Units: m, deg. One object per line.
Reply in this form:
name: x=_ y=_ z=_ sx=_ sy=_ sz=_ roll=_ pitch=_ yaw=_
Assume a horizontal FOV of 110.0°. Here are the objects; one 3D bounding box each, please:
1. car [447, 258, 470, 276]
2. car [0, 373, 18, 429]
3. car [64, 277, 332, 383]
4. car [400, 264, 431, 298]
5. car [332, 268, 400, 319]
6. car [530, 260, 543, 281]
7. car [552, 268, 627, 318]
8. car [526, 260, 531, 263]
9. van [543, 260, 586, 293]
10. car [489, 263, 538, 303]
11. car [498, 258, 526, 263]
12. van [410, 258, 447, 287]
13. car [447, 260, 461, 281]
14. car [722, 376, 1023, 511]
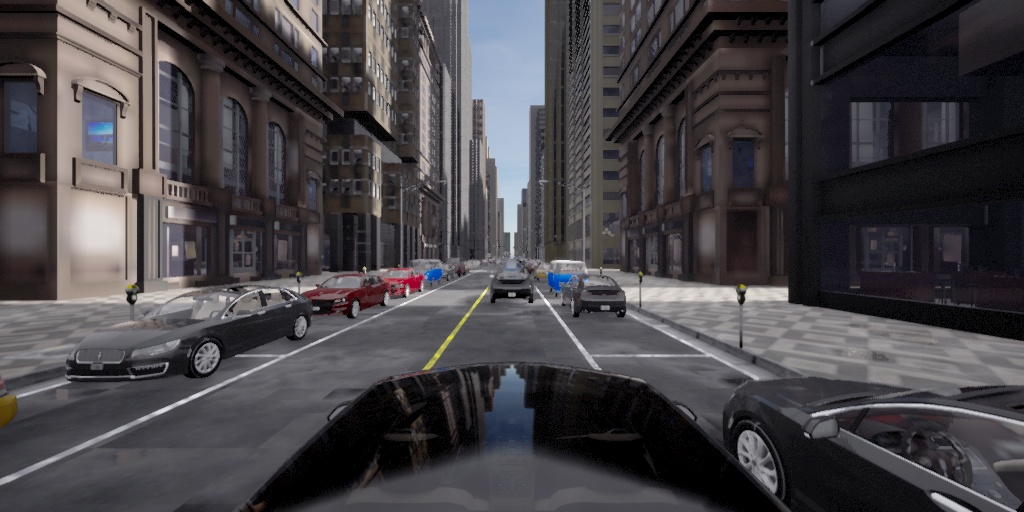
car: x=-5.762 y=1.070 z=35.248 sx=2.192 sy=1.841 sz=5.009 roll=0 pitch=0 yaw=0
car: x=-5.763 y=1.273 z=1.367 sx=1.751 sy=1.417 sz=4.829 roll=0 pitch=0 yaw=0
car: x=-5.763 y=1.298 z=7.162 sx=2.007 sy=1.370 sz=4.403 roll=0 pitch=0 yaw=0
car: x=-5.763 y=1.295 z=18.392 sx=1.888 sy=1.381 sz=4.507 roll=0 pitch=0 yaw=0
car: x=-5.763 y=1.294 z=12.774 sx=1.888 sy=1.381 sz=4.507 roll=0 pitch=0 yaw=0
car: x=2.763 y=1.279 z=29.811 sx=1.751 sy=1.417 sz=4.829 roll=0 pitch=0 yaw=0
car: x=2.763 y=1.300 z=12.785 sx=2.007 sy=1.370 sz=4.403 roll=0 pitch=0 yaw=0
car: x=2.763 y=1.339 z=40.879 sx=1.802 sy=1.307 sz=4.207 roll=0 pitch=0 yaw=0
van: x=2.763 y=1.091 z=18.403 sx=1.690 sy=1.789 sz=3.998 roll=0 pitch=0 yaw=0
car: x=0.000 y=1.267 z=16.500 sx=1.837 sy=1.490 sz=4.892 roll=0 pitch=0 yaw=0
car: x=0.000 y=1.240 z=31.500 sx=1.882 sy=1.535 sz=5.008 roll=0 pitch=0 yaw=0
van: x=-5.763 y=1.093 z=24.011 sx=1.690 sy=1.789 sz=3.998 roll=0 pitch=0 yaw=0
car: x=-5.763 y=1.304 z=29.629 sx=2.007 sy=1.370 sz=4.403 roll=0 pitch=0 yaw=0
car: x=2.762 y=1.298 z=1.547 sx=2.007 sy=1.370 sz=4.403 roll=0 pitch=0 yaw=0
